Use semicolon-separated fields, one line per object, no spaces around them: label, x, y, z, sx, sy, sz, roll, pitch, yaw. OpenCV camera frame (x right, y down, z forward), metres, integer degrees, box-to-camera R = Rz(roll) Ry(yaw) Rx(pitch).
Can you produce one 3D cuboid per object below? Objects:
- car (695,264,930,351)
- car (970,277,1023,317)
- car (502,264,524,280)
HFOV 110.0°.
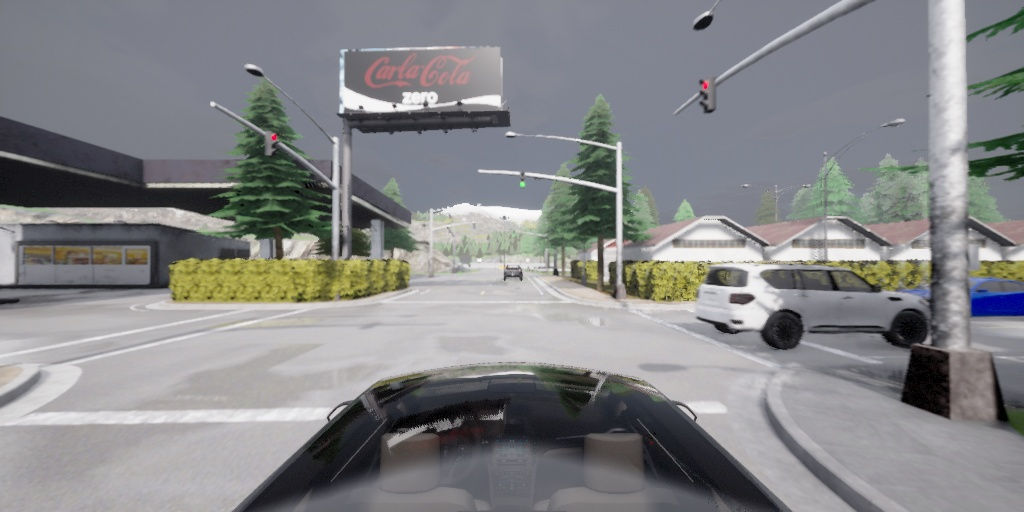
car;7.904;1.237;9.664;5.566;2.045;2.150;1;-1;-5
car;16.900;1.531;13.295;5.008;1.535;1.882;0;-1;0
car;0.106;1.572;35.851;2.128;1.511;4.902;0;-1;0
